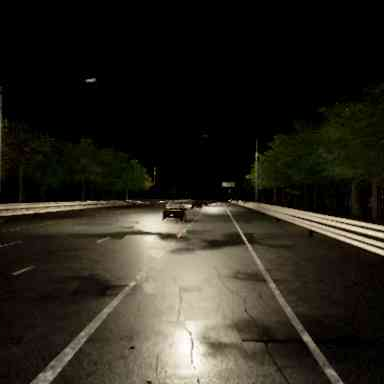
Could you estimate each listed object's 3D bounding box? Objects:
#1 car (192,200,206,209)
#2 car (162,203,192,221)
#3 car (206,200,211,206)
[{"bbox_3d":[0.944,2.268,59.859,1.837,1.490,4.892,1,-1,5],"label":"car"},{"bbox_3d":[-1.495,1.769,30.246,2.128,1.511,4.902,1,-1,5],"label":"car"},{"bbox_3d":[3.084,2.859,84.930,1.812,1.442,4.674,1,-1,5],"label":"car"}]
